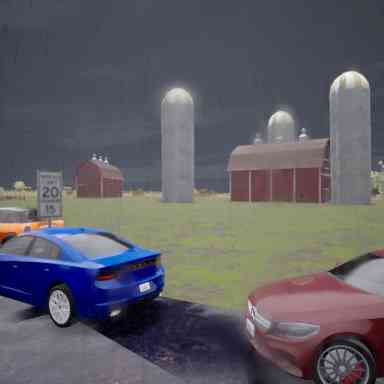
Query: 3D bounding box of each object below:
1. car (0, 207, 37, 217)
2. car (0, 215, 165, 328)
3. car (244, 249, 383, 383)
[{"bbox_3d":[-6.970,1.364,12.704,4.553,1.767,2.097,0,0,26],"label":"car"},{"bbox_3d":[-2.892,1.480,7.054,5.008,1.535,1.882,0,0,33],"label":"car"},{"bbox_3d":[3.080,1.557,4.636,4.674,1.442,1.812,1,0,-7],"label":"car"}]
